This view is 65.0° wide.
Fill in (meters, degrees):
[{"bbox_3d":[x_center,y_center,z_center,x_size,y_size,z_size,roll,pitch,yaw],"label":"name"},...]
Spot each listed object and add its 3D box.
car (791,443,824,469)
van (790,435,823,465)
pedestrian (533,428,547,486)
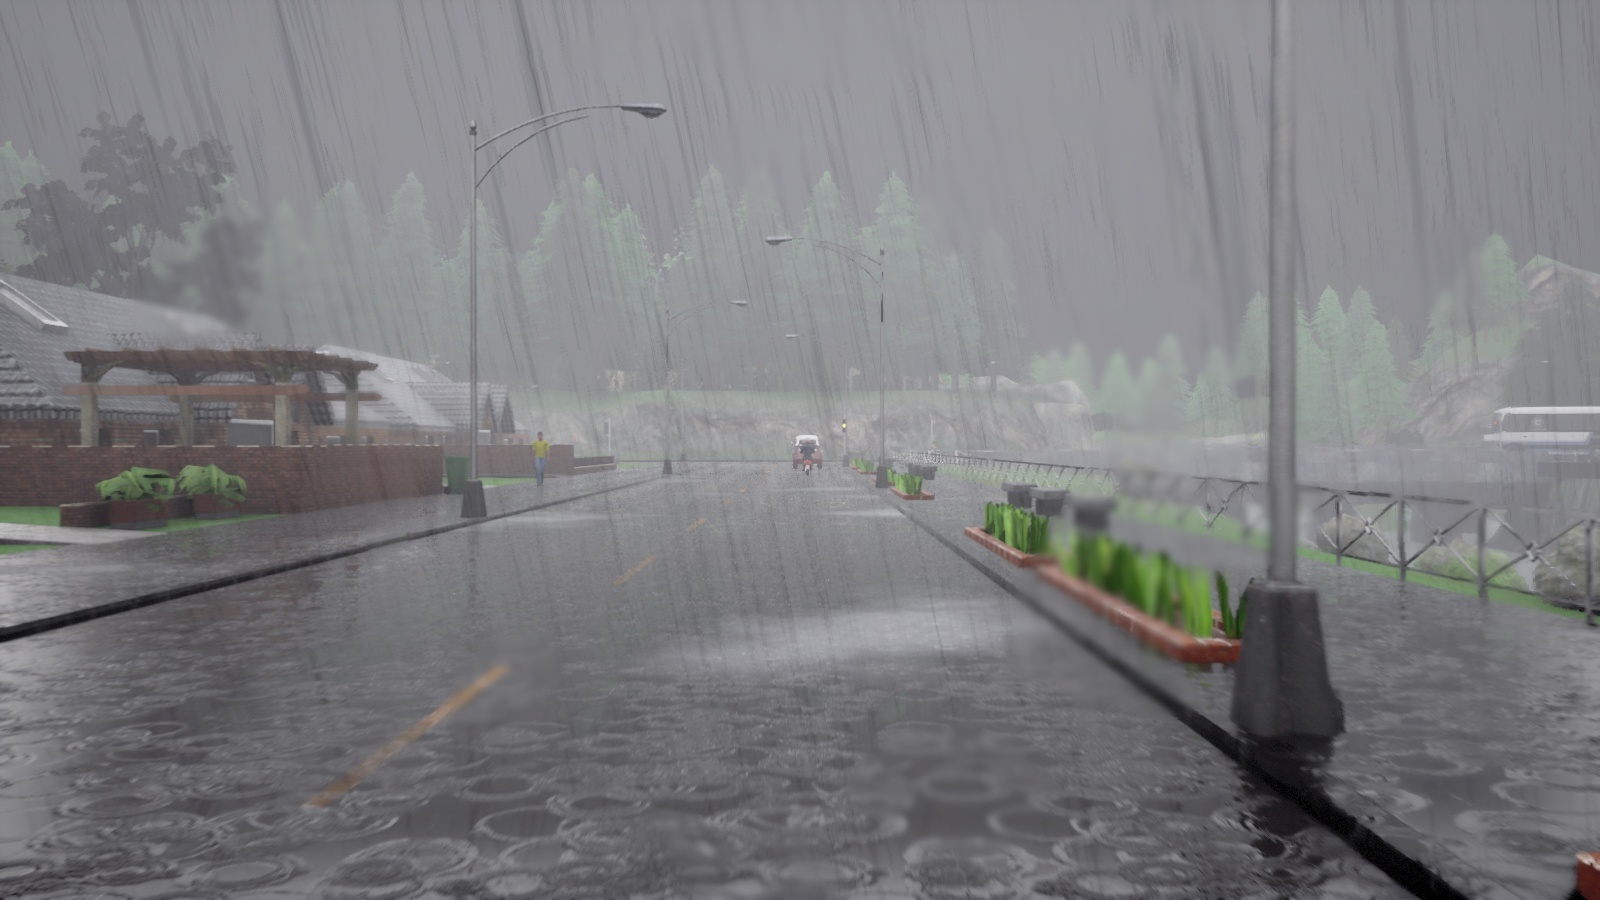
[{"bbox_3d":[0.434,0.349,72.752,1.845,1.501,3.633,0,0,0],"label":"car"},{"bbox_3d":[0.399,-0.030,88.792,2.069,2.038,4.480,0,0,-3],"label":"van"},{"bbox_3d":[-8.407,0.221,40.580,0.354,1.836,0.706,0,0,-6],"label":"pedestrian"}]
